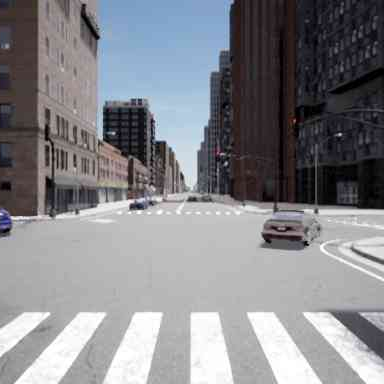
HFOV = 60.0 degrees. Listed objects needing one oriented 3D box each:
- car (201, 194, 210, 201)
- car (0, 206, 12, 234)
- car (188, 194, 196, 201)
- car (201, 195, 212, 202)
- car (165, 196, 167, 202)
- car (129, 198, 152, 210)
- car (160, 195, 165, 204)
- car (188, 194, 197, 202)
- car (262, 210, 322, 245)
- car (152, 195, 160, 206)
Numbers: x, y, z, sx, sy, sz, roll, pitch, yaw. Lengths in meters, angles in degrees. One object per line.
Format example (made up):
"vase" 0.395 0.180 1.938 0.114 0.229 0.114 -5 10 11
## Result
"car" 3.306 1.364 81.807 2.128 1.511 4.902 0 0 0
"car" -11.302 1.198 16.313 4.553 1.767 2.097 0 0 15
"car" 0.056 1.317 81.809 1.882 1.535 5.008 0 0 0
"car" 3.299 1.414 71.387 2.128 1.511 4.902 0 0 0
"car" -6.451 1.365 71.465 1.882 1.535 5.008 0 0 0
"car" -6.539 1.540 41.360 1.895 1.301 4.718 0 0 0
"car" -6.493 1.435 61.094 1.812 1.442 4.674 0 0 1
"car" 0.049 1.367 71.390 1.882 1.535 5.008 0 0 0
"car" 4.794 1.541 15.667 2.033 1.411 5.357 1 0 27
"car" -6.516 1.526 51.186 1.895 1.301 4.718 0 0 1
